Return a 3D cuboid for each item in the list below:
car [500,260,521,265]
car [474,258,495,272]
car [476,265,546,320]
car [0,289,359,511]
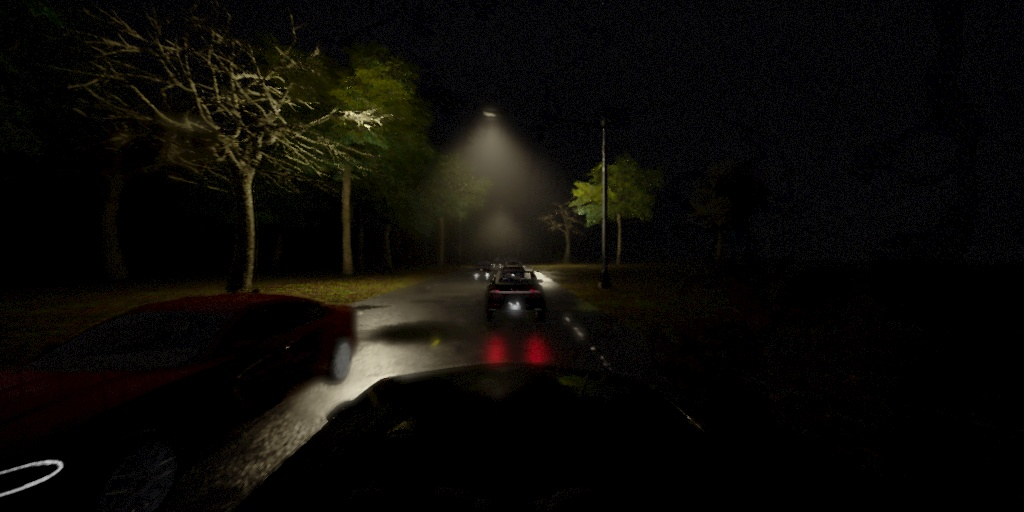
[{"bbox_3d":[0.101,1.240,30.931,1.837,1.490,4.892,0,0,0],"label":"car"},{"bbox_3d":[-3.586,1.258,44.656,2.033,1.411,5.357,0,0,0],"label":"car"},{"bbox_3d":[0.101,1.242,12.569,2.128,1.511,4.902,0,0,0],"label":"car"},{"bbox_3d":[-3.598,1.228,4.210,1.882,1.535,5.008,0,0,0],"label":"car"}]
